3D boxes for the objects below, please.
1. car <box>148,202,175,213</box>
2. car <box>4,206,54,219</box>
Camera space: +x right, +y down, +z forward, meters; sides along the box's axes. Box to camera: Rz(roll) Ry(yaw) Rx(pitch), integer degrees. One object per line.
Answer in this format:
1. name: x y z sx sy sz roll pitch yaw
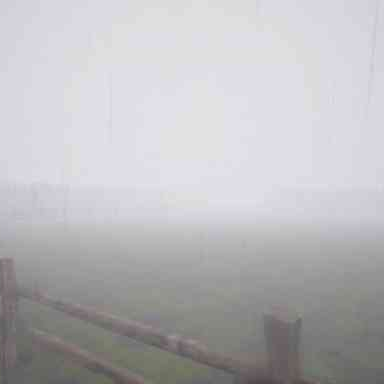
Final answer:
1. car: -4.650 2.368 51.177 2.097 1.767 4.553 -1 -2 36
2. car: -16.730 2.145 34.574 1.895 1.301 4.718 -1 -2 36
